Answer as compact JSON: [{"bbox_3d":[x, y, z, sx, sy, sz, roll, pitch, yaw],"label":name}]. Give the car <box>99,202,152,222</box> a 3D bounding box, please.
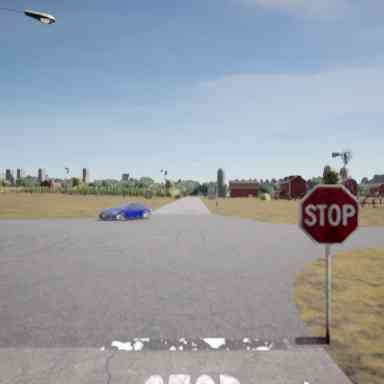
[{"bbox_3d":[-5.166,1.535,26.471,1.812,1.442,4.674,2,0,34],"label":"car"}]
